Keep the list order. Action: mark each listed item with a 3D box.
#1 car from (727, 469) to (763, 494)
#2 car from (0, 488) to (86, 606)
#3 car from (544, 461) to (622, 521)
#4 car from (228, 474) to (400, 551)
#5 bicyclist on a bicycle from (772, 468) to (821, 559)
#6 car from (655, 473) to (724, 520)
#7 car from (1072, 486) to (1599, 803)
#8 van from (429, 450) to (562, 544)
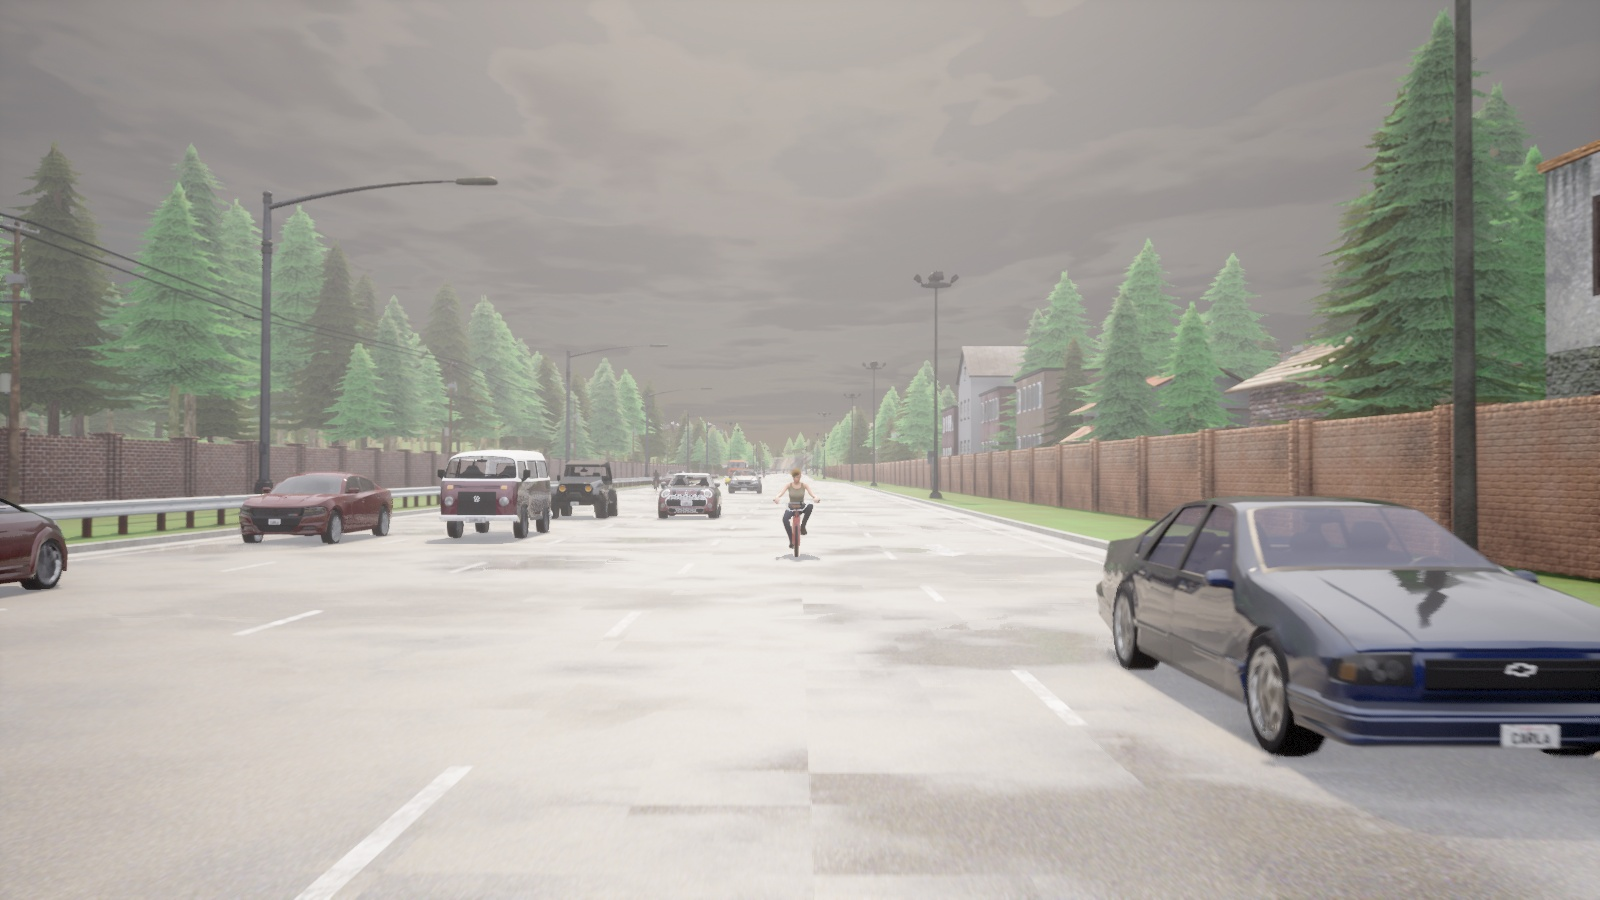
[{"bbox_3d":[-3.713,2.113,85.968,2.242,1.667,4.611,0,-1,0],"label":"car"},{"bbox_3d":[-10.537,1.167,14.690,1.994,1.385,4.181,0,-1,0],"label":"car"},{"bbox_3d":[-7.103,1.332,41.384,1.905,1.878,3.866,0,-1,0],"label":"car"},{"bbox_3d":[-10.569,1.299,27.755,1.882,1.535,5.008,0,-1,0],"label":"car"},{"bbox_3d":[-0.053,1.137,23.050,0.866,1.612,1.509,0,-1,0],"label":"bicyclist on a bicycle"},{"bbox_3d":[-3.604,1.492,41.669,1.970,1.475,3.806,0,-1,0],"label":"car"},{"bbox_3d":[3.483,0.992,8.586,2.033,1.411,5.357,0,-1,0],"label":"car"},{"bbox_3d":[-7.075,1.063,29.649,2.069,2.038,4.480,0,-1,0],"label":"van"}]
